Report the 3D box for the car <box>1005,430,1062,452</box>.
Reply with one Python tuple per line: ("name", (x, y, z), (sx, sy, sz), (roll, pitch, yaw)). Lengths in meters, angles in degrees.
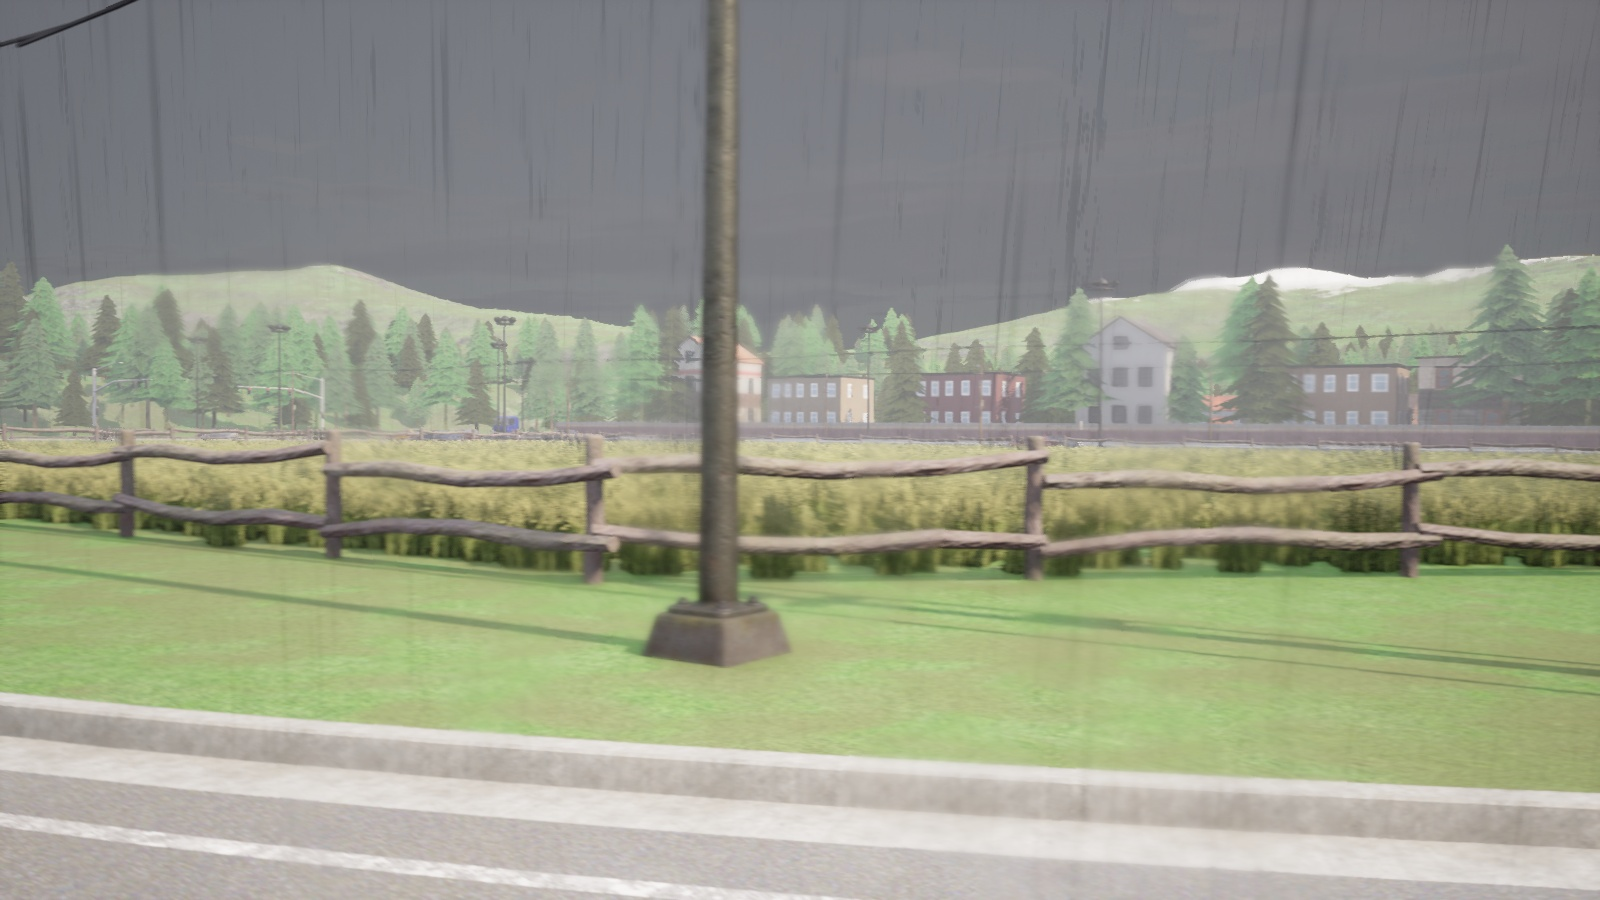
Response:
("car", (16.988, -0.656, 91.464), (3.633, 1.501, 1.845), (0, 1, 34))
